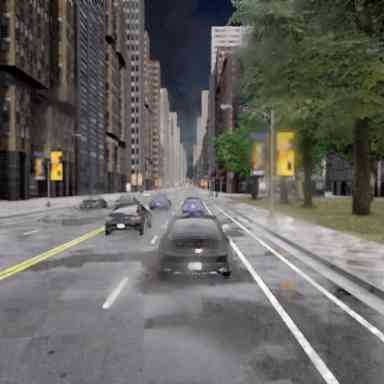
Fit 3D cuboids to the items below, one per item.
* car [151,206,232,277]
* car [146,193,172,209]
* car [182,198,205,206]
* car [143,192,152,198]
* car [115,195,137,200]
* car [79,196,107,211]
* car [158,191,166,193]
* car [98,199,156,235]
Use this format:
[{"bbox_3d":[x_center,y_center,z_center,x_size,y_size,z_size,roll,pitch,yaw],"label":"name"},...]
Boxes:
[{"bbox_3d":[0.081,1.382,9.832,1.837,1.490,4.892,0,1,0],"label":"car"},{"bbox_3d":[-3.154,1.117,33.579,1.994,1.385,4.181,0,1,0],"label":"car"},{"bbox_3d":[0.092,1.174,28.268,2.033,1.411,5.357,0,1,0],"label":"car"},{"bbox_3d":[-9.754,0.608,74.647,1.895,1.301,4.718,0,1,0],"label":"car"},{"bbox_3d":[-6.599,1.057,33.676,1.837,1.490,4.892,0,1,0],"label":"car"},{"bbox_3d":[-9.848,1.119,33.487,1.994,1.385,4.181,0,1,0],"label":"car"},{"bbox_3d":[-6.504,0.540,72.454,1.882,1.535,5.008,0,1,0],"label":"car"},{"bbox_3d":[-3.155,1.307,17.046,1.812,1.442,4.674,0,1,0],"label":"car"}]
